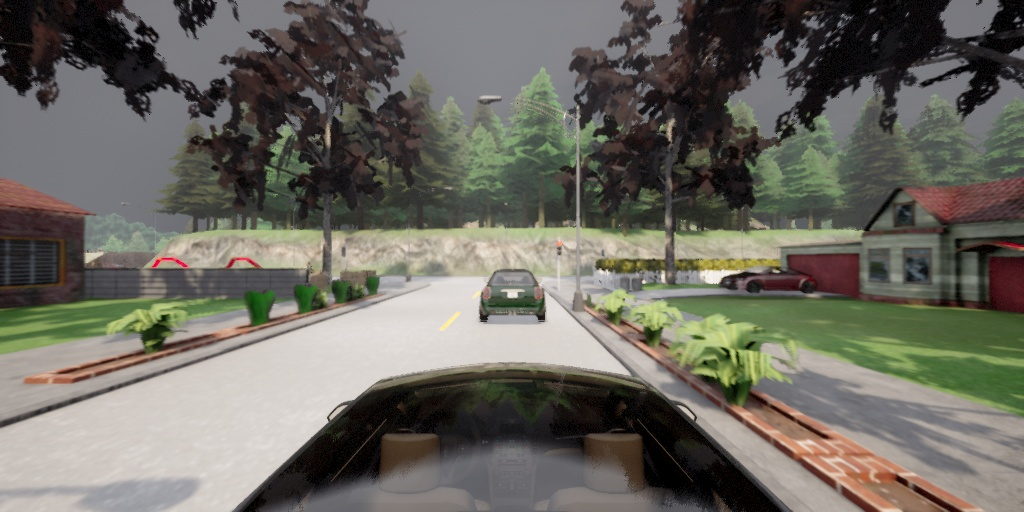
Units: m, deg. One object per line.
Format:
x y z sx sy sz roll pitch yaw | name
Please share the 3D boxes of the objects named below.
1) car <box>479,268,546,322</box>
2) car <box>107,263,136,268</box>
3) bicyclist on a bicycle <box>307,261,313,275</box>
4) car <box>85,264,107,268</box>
0.037 1.198 12.944 2.097 1.767 4.553 0 0 0 | car
-43.248 1.537 38.297 5.008 1.535 1.882 0 0 0 | car
-24.044 1.445 42.581 0.582 1.620 1.656 0 0 0 | bicyclist on a bicycle
-42.466 1.502 34.244 5.008 1.535 1.882 0 0 1 | car
